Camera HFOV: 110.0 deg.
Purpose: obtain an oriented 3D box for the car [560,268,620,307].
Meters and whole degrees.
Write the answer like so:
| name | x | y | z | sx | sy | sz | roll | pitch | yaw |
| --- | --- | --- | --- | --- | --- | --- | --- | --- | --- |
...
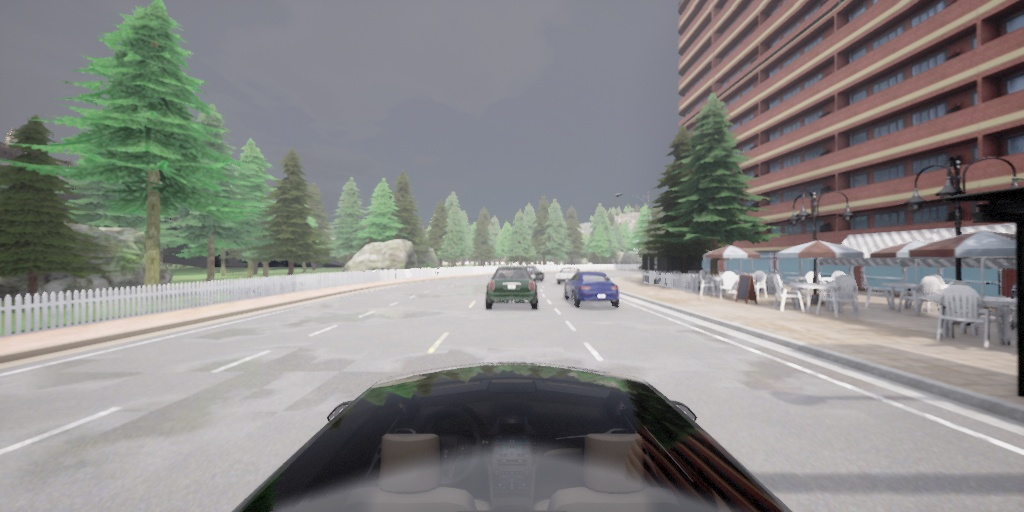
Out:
| name | x | y | z | sx | sy | sz | roll | pitch | yaw |
| --- | --- | --- | --- | --- | --- | --- | --- | --- | --- |
| car | 3.510 | 1.413 | 16.236 | 1.812 | 1.442 | 4.674 | 0 | 0 | 1 |

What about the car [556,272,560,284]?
| name | x | y | z | sx | sy | sz | roll | pitch | yaw |
| --- | --- | --- | --- | --- | --- | --- | --- | --- | --- |
| car | 4.867 | 1.612 | 29.395 | 1.895 | 1.301 | 4.718 | 0 | -1 | 16 |

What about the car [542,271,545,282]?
| name | x | y | z | sx | sy | sz | roll | pitch | yaw |
| --- | --- | --- | --- | --- | --- | --- | --- | --- | --- |
| car | 1.459 | 1.566 | 30.227 | 2.033 | 1.411 | 5.357 | 0 | -1 | 16 |

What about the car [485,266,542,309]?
| name | x | y | z | sx | sy | sz | roll | pitch | yaw |
| --- | --- | --- | --- | --- | --- | --- | --- | --- | --- |
| car | 0.001 | 1.234 | 15.934 | 2.097 | 1.767 | 4.553 | 0 | -1 | 0 |

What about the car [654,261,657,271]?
| name | x | y | z | sx | sy | sz | roll | pitch | yaw |
| --- | --- | --- | --- | --- | --- | --- | --- | --- | --- |
| car | 25.542 | 1.899 | 59.833 | 4.718 | 1.301 | 1.895 | 0 | -1 | -18 |

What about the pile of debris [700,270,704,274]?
| name | x | y | z | sx | sy | sz | roll | pitch | yaw |
| --- | --- | --- | --- | --- | --- | --- | --- | --- | --- |
| pile of debris | 30.577 | 2.452 | 57.586 | 1.860 | 0.140 | 1.500 | 0 | 0 | -12 |
